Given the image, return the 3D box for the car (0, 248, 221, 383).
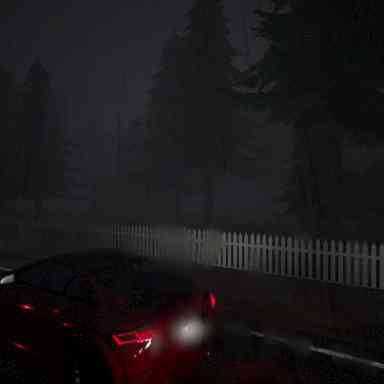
[{"bbox_3d":[-1.675,1.564,4.975,4.181,1.385,1.994,0,0,35],"label":"car"}]
